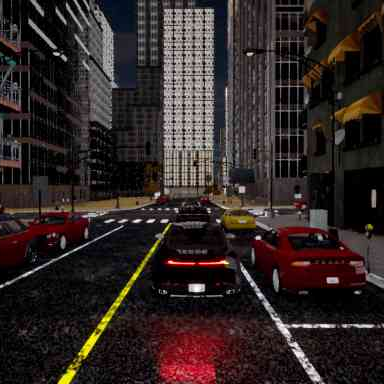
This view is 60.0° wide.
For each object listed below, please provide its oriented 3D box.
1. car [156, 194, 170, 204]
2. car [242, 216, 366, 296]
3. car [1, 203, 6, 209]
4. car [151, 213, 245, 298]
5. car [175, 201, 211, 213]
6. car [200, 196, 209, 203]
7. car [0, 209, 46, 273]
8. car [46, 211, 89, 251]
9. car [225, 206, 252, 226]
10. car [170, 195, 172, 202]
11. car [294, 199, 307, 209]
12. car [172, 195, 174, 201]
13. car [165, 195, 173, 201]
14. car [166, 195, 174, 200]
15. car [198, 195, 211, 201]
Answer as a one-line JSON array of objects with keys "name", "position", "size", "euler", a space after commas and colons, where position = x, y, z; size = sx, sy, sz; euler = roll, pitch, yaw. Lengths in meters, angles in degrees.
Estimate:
[{"name": "car", "position": [-5.812, 1.541, 63.107], "size": [1.887, 1.381, 4.507], "euler": [-1, 0, 0]}, {"name": "car", "position": [2.667, 1.543, 8.548], "size": [1.887, 1.381, 4.507], "euler": [-1, 0, 0]}, {"name": "car", "position": [-23.916, 1.745, 38.348], "size": [4.097, 1.590, 1.967], "euler": [-1, 1, -1]}, {"name": "car", "position": [0.083, 1.503, 8.478], "size": [1.837, 1.490, 4.892], "euler": [0, 0, 0]}, {"name": "car", "position": [0.063, 1.475, 18.751], "size": [1.882, 1.535, 5.008], "euler": [0, 0, 0]}, {"name": "car", "position": [2.558, 1.522, 68.851], "size": [1.752, 1.417, 4.829], "euler": [-1, 0, 0]}, {"name": "car", "position": [-5.715, 1.439, 8.547], "size": [1.967, 1.590, 4.097], "euler": [-1, 0, 0]}, {"name": "car", "position": [-5.724, 1.543, 14.071], "size": [1.887, 1.381, 4.507], "euler": [-1, 0, 0]}, {"name": "car", "position": [2.646, 1.523, 19.765], "size": [1.752, 1.417, 4.829], "euler": [-1, 0, 0]}, {"name": "car", "position": [-5.824, 1.312, 68.667], "size": [2.192, 1.841, 5.009], "euler": [-1, 0, 0]}, {"name": "car", "position": [14.182, 1.255, 38.741], "size": [4.507, 1.381, 1.887], "euler": [-1, 1, -1]}, {"name": "car", "position": [-5.834, 1.312, 74.227], "size": [2.192, 1.841, 5.009], "euler": [-1, 0, 0]}, {"name": "car", "position": [-5.852, 1.523, 85.175], "size": [1.752, 1.417, 4.829], "euler": [-1, 0, 0]}, {"name": "car", "position": [-5.862, 1.543, 90.904], "size": [1.887, 1.381, 4.507], "euler": [-1, 0, 0]}, {"name": "car", "position": [2.567, 1.437, 63.121], "size": [1.967, 1.590, 4.097], "euler": [-1, 0, 0]}]
